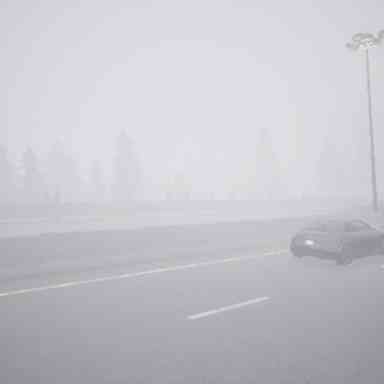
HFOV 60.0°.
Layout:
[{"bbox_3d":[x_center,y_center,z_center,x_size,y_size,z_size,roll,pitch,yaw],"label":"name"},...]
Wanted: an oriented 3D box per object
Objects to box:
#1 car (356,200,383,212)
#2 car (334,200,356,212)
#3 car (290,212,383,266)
[{"bbox_3d":[19.985,1.637,35.323,5.008,1.535,1.882,1,0,-35],"label":"car"},{"bbox_3d":[18.438,1.715,38.508,4.674,1.442,1.812,0,0,-36],"label":"car"},{"bbox_3d":[5.432,1.618,11.917,4.181,1.385,1.994,0,0,-35],"label":"car"}]
